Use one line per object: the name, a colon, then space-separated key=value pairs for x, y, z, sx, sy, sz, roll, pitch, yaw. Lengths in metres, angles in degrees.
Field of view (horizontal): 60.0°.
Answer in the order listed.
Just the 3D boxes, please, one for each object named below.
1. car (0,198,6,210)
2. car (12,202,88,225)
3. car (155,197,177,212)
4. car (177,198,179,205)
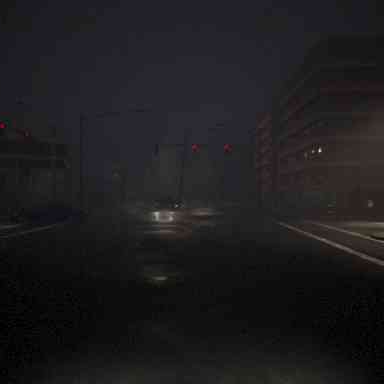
car: x=-24.023 y=1.456 z=38.959 sx=3.806 sy=1.475 sz=1.970 roll=0 pitch=0 yaw=1
car: x=-9.989 y=1.478 z=23.604 sx=5.008 sy=1.535 sz=1.882 roll=0 pitch=1 yaw=-13
car: x=-3.172 y=1.351 z=39.407 sx=2.097 sy=1.767 sz=4.553 roll=0 pitch=0 yaw=0
car: x=-3.301 y=1.548 z=58.454 sx=2.033 sy=1.411 sz=5.357 roll=0 pitch=0 yaw=0
